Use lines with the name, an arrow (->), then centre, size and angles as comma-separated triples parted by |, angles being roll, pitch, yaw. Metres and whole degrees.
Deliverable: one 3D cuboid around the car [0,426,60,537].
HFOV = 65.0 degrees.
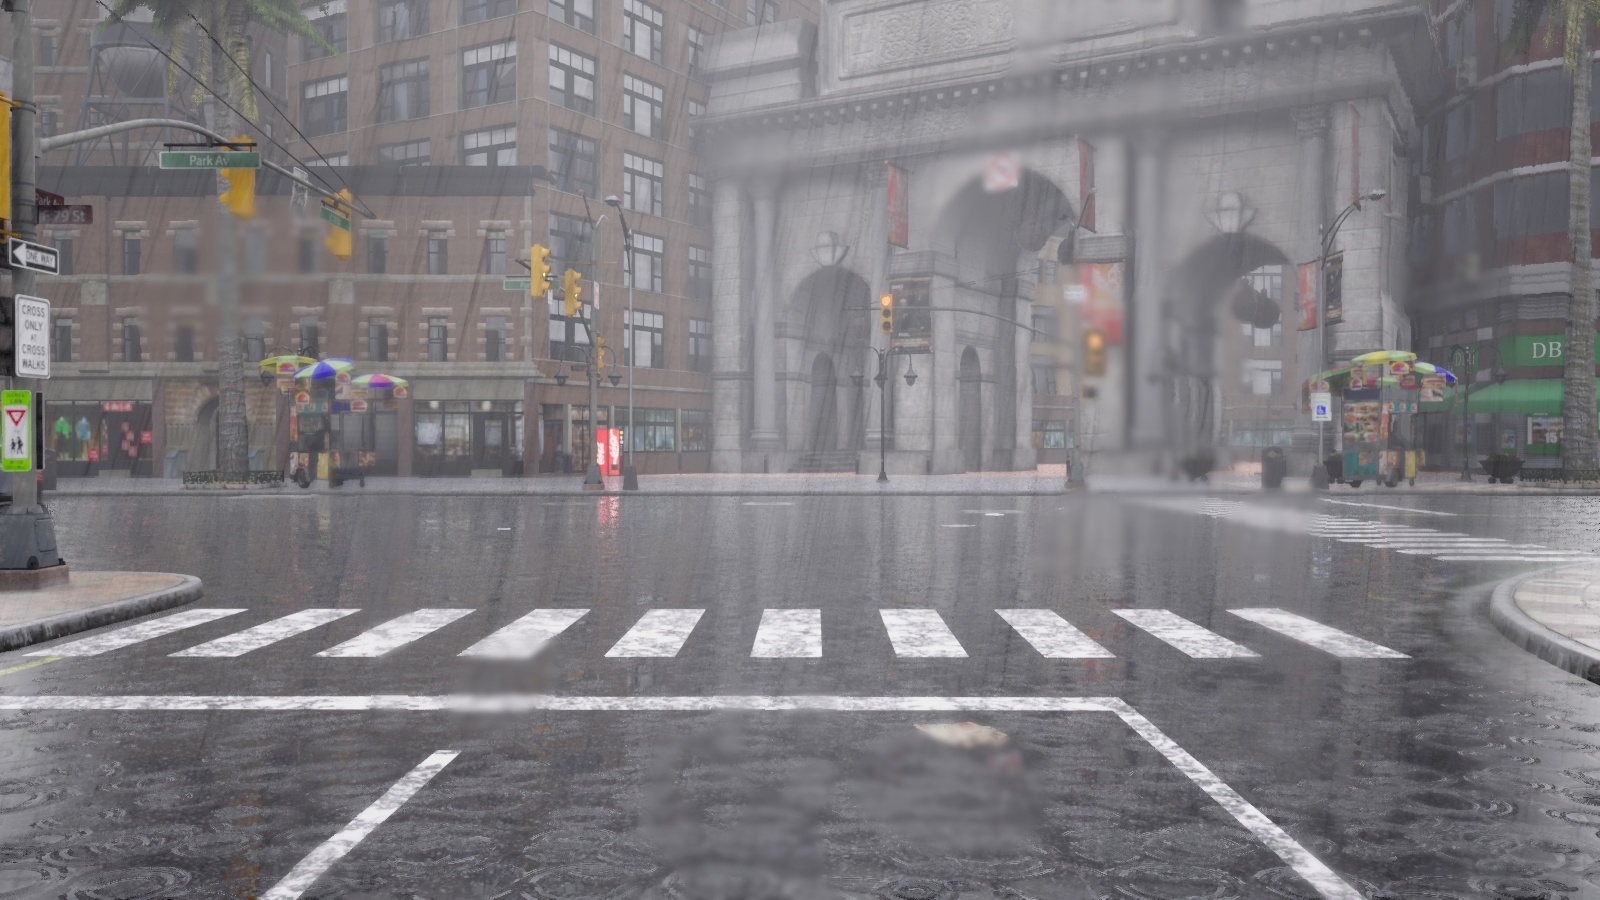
car -> -13.632, 0.478, 18.104 | 2.242, 1.667, 4.611 | 0, 0, 26
